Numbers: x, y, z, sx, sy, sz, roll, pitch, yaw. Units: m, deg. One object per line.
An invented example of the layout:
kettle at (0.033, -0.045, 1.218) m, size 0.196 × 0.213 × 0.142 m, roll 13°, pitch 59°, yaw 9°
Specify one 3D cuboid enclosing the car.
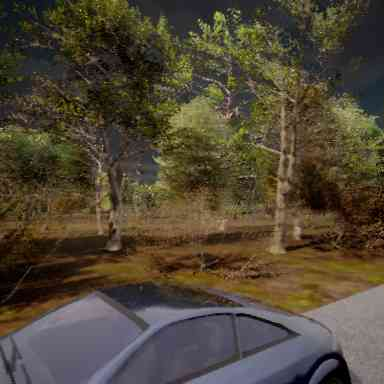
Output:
car at (-0.524, 1.570, 2.763) m, size 4.181 × 1.385 × 1.994 m, roll 0°, pitch 0°, yaw -36°
